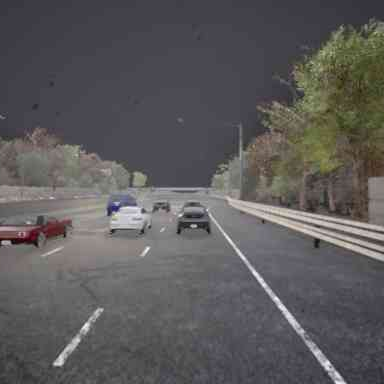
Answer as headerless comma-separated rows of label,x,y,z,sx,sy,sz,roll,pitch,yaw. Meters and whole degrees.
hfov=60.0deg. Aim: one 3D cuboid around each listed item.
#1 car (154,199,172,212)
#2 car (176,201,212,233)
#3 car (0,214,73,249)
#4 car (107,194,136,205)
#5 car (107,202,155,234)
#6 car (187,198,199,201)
car,-3.406,1.524,38.098,1.837,1.490,4.892,0,0,0
car,0.098,1.509,19.558,1.837,1.490,4.892,0,0,0
car,-6.897,1.602,14.622,1.895,1.301,4.718,0,0,0
car,-6.903,1.235,33.200,2.150,2.045,5.566,0,0,0
car,-3.414,1.529,19.068,1.812,1.442,4.674,0,0,0
car,0.094,1.524,38.568,1.837,1.490,4.892,0,0,0
